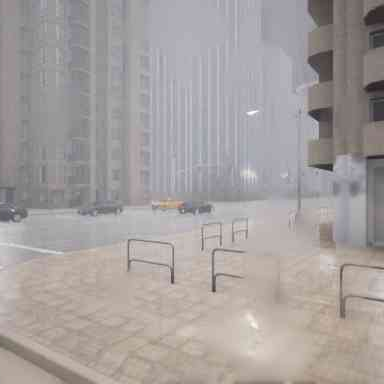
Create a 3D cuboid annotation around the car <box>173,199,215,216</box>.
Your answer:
[{"bbox_3d":[0.518,1.560,34.126,1.837,1.490,4.892,0,0,35],"label":"car"}]

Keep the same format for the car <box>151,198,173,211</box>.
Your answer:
[{"bbox_3d":[-3.067,1.533,41.520,1.882,1.535,5.008,0,0,35],"label":"car"}]

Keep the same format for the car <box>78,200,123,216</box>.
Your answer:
[{"bbox_3d":[-8.994,1.560,32.993,1.837,1.490,4.892,0,0,35],"label":"car"}]

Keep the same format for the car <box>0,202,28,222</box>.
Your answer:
[{"bbox_3d":[-14.803,1.560,24.622,1.837,1.490,4.892,0,0,36],"label":"car"}]
